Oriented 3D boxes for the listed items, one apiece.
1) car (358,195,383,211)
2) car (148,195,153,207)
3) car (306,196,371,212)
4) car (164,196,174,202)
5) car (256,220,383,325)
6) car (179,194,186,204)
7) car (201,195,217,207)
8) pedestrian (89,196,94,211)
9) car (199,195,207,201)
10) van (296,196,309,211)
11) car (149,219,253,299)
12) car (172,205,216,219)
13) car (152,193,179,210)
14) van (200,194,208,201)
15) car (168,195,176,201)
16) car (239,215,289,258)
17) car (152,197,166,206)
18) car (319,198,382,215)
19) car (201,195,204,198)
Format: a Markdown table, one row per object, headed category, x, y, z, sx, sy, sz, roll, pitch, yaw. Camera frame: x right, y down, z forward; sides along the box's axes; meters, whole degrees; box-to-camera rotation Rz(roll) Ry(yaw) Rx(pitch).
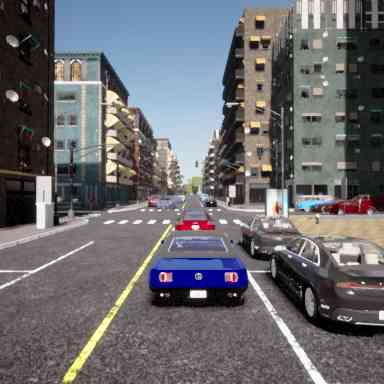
| category | x | y | z | sx | sy | sz | roll | pitch | yaw |
| --- | --- | --- | --- | --- | --- | --- | --- | --- | --- |
| car | 19.415 | 1.228 | 37.487 | 5.009 | 1.841 | 2.192 | 0 | 0 | 1 |
| car | -5.507 | 1.334 | 50.829 | 2.192 | 1.841 | 5.009 | 1 | 0 | 0 |
| car | 15.289 | 1.453 | 34.946 | 5.357 | 1.411 | 2.033 | 0 | -1 | 1 |
| car | -5.418 | 1.597 | 78.684 | 1.947 | 1.339 | 4.313 | 1 | 0 | 0 |
| car | 2.854 | 1.553 | 6.998 | 2.008 | 1.369 | 4.403 | 1 | 0 | 0 |
| car | -2.811 | 1.573 | 65.998 | 2.033 | 1.411 | 5.357 | 0 | 0 | 1 |
| car | 2.869 | 1.585 | 50.761 | 1.947 | 1.339 | 4.313 | 1 | 0 | 0 |
| pedestrian | -12.393 | 1.347 | 40.777 | 0.375 | 1.860 | 0.375 | 0 | 0 | 1 |
| car | 2.999 | 1.582 | 89.758 | 1.887 | 1.381 | 4.507 | 1 | 0 | 0 |
| van | 13.888 | 1.296 | 37.544 | 3.998 | 1.788 | 1.690 | 0 | 0 | 1 |
| car | 0.127 | 1.603 | 8.386 | 1.895 | 1.301 | 4.718 | 0 | 0 | 0 |
| car | 0.152 | 1.570 | 17.249 | 1.994 | 1.385 | 4.181 | 0 | 0 | 0 |
| car | -3.364 | 1.386 | 43.610 | 2.097 | 1.767 | 4.553 | 0 | 1 | 5 |
| van | 2.965 | 1.373 | 78.618 | 1.690 | 1.788 | 3.998 | 1 | 0 | 0 |
| car | -5.381 | 1.603 | 89.826 | 1.947 | 1.339 | 4.313 | 1 | 0 | 0 |
| car | 2.872 | 1.555 | 12.568 | 2.008 | 1.369 | 4.403 | 1 | 0 | 0 |
| car | -5.492 | 1.566 | 56.400 | 1.887 | 1.381 | 4.507 | 1 | 0 | 0 |
| car | 13.800 | 1.413 | 29.163 | 4.206 | 1.307 | 1.802 | 0 | 0 | 1 |
| car | 2.888 | 1.603 | 56.332 | 1.802 | 1.307 | 4.206 | 1 | 0 | 0 |
